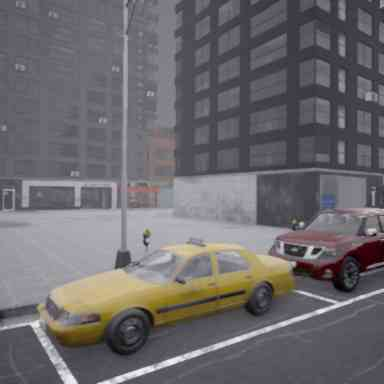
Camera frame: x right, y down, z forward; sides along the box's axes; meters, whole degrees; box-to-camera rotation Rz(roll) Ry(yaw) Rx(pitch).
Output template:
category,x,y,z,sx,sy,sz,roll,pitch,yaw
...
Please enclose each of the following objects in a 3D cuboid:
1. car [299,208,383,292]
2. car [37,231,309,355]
category,x,y,z,sx,sy,sz,roll,pitch,yaw
car,4.409,1.396,9.333,5.009,1.841,2.192,1,0,-36
car,-0.135,1.556,6.092,4.829,1.417,1.752,1,0,-36
